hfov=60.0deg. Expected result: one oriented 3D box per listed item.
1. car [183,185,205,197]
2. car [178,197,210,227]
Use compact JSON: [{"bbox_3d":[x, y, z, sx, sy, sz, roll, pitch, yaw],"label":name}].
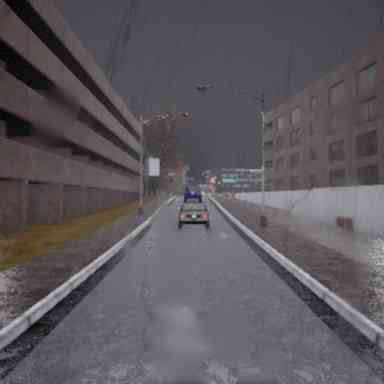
[{"bbox_3d":[0.105,0.141,41.741,2.150,2.045,5.566,0,2,0],"label":"car"},{"bbox_3d":[0.103,1.283,20.319,2.033,1.411,5.357,0,2,0],"label":"car"}]
